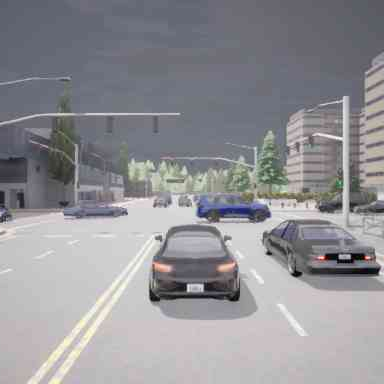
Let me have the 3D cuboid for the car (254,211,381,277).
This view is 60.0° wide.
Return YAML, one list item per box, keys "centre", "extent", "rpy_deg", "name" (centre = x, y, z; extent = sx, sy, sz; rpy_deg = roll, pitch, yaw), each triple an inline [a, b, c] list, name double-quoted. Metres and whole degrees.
- centre: [3.533, 1.547, 10.216]
  extent: [2.033, 1.411, 5.357]
  rpy_deg: [0, 0, 0]
  name: "car"

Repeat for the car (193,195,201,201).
- centre: [1.305, 1.500, 88.787]
  extent: [1.837, 1.490, 4.892]
  rpy_deg: [0, 0, -1]
  name: "car"

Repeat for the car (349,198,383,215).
- centre: [18.221, 1.526, 32.475]
  extent: [4.674, 1.442, 1.812]
  rpy_deg: [0, 0, -2]
  name: "car"

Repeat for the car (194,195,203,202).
- centre: [1.567, 1.478, 78.649]
  extent: [1.882, 1.535, 5.008]
  rpy_deg: [0, 0, -1]
  name: "car"

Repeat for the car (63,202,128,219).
- centre: [-8.316, 1.547, 28.780]
  extent: [5.357, 1.411, 2.033]
  rpy_deg: [0, 0, -22]
  name: "car"

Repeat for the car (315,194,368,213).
- centre: [16.285, 1.222, 35.943]
  extent: [5.566, 2.045, 2.150]
  rpy_deg: [0, 0, -2]
  name: "car"

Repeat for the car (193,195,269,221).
- centre: [2.993, 1.221, 24.713]
  extent: [5.566, 2.045, 2.150]
  rpy_deg: [0, 0, -3]
  name: "car"

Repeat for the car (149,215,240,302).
- centre: [0.036, 1.526, 8.159]
  extent: [1.812, 1.442, 4.674]
  rpy_deg: [0, 0, -1]
  name: "car"

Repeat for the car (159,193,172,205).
- centre: [-5.018, 1.221, 59.812]
  extent: [2.150, 2.045, 5.566]
  rpy_deg: [0, 0, -1]
  name: "car"

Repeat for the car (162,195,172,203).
- centre: [-5.217, 1.500, 70.172]
  extent: [1.837, 1.490, 4.892]
  rpy_deg: [0, 0, -1]
  name: "car"

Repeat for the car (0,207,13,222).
- centre: [-15.262, 1.352, 23.581]
  extent: [4.553, 1.767, 2.097]
  rpy_deg: [0, 0, 0]
  name: "car"

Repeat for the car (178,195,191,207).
- centre: [-1.150, 1.564, 51.970]
  extent: [1.994, 1.385, 4.181]
  rpy_deg: [0, 0, -1]
  name: "car"

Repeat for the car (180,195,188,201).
- centre: [-2.133, 1.540, 86.345]
  extent: [2.033, 1.411, 5.357]
  rpy_deg: [0, 0, -1]
  name: "car"

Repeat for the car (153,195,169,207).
- centre: [-4.781, 1.526, 50.385]
  extent: [1.812, 1.442, 4.674]
  rpy_deg: [0, 0, -2]
  name: "car"
